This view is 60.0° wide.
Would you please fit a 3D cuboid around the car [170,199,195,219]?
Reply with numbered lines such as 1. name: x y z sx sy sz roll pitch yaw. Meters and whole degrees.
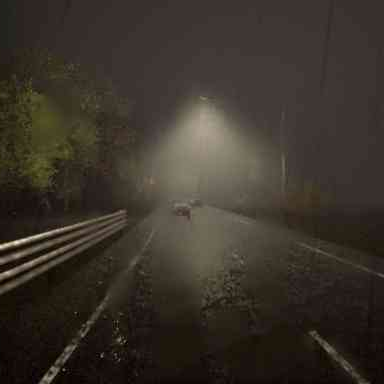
1. car: -1.164 1.784 32.823 2.128 1.511 4.902 0 0 -3

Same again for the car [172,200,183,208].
1. car: -2.590 2.078 59.230 1.994 1.385 4.181 0 0 -3

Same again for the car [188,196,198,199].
1. car: 0.383 1.740 67.241 2.150 2.045 5.566 0 0 -3

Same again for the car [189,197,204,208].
1. car: 0.925 2.017 57.216 1.812 1.442 4.674 0 0 -3
